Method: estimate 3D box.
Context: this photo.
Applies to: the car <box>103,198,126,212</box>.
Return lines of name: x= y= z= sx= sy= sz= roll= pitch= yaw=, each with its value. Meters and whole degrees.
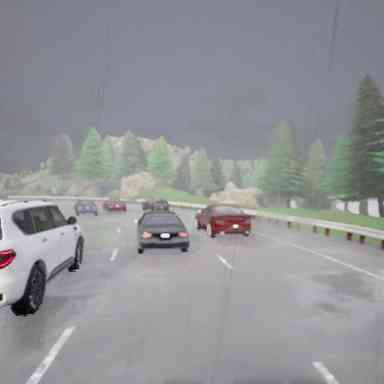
car: x=-8.355 y=1.354 z=35.498 sx=1.994 sy=1.385 sz=4.181 roll=0 pitch=0 yaw=-24

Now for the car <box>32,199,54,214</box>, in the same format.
car: x=-15.123 y=1.425 z=33.626 sx=1.895 sy=1.301 sz=4.718 roll=0 pitch=0 yaw=-26

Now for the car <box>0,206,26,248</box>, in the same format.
car: x=-8.520 y=1.441 z=13.613 sx=1.837 sy=1.490 sz=4.892 roll=0 pitch=0 yaw=-11

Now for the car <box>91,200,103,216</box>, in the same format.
car: x=-9.651 y=1.378 z=30.001 sx=2.033 sy=1.411 sz=5.357 roll=0 pitch=0 yaw=-23

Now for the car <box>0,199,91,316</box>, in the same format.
car: x=-4.022 y=1.184 z=7.459 sx=2.150 sy=2.045 sz=5.566 roll=0 pitch=0 yaw=-6

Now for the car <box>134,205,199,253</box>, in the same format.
car: x=-1.301 y=1.462 z=13.387 sx=2.033 sy=1.411 sz=5.357 roll=0 pitch=0 yaw=-10

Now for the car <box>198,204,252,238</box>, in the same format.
car: x=1.443 y=1.359 z=17.127 sx=1.882 sy=1.535 sz=5.008 roll=0 pitch=0 yaw=-11

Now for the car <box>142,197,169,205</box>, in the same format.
car: x=-3.794 y=1.278 z=33.807 sx=2.128 sy=1.511 sz=4.902 roll=0 pitch=0 yaw=-23
